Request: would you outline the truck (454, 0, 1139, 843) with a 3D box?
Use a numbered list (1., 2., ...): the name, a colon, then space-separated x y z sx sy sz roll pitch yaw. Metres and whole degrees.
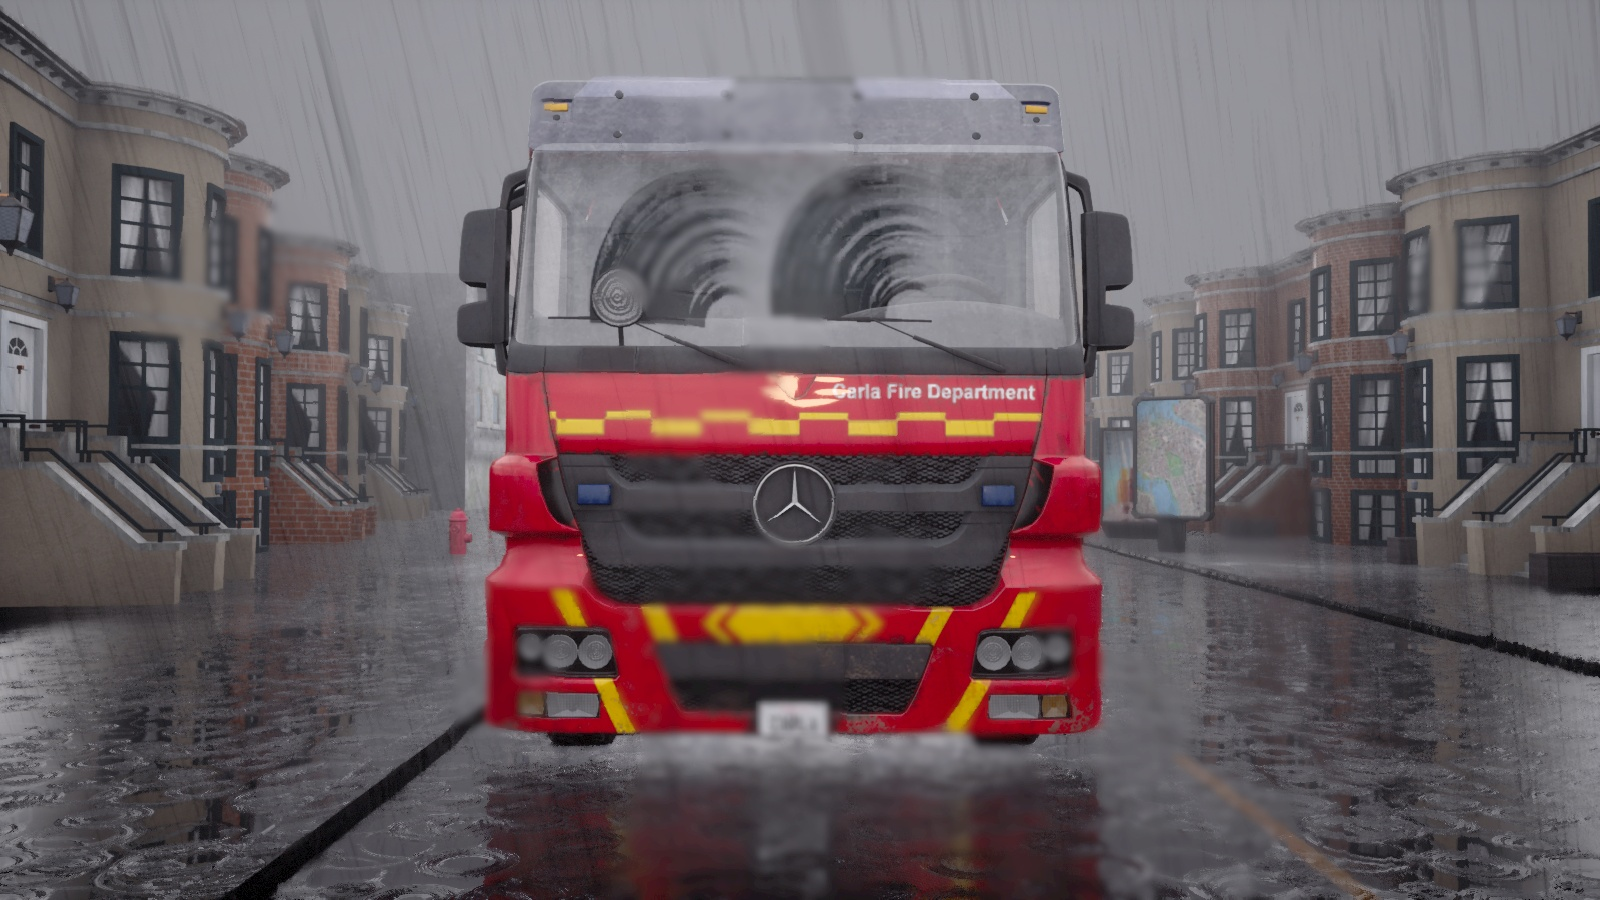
1. truck: -0.032 -0.190 9.565 2.891 3.827 8.468 0 -1 0
